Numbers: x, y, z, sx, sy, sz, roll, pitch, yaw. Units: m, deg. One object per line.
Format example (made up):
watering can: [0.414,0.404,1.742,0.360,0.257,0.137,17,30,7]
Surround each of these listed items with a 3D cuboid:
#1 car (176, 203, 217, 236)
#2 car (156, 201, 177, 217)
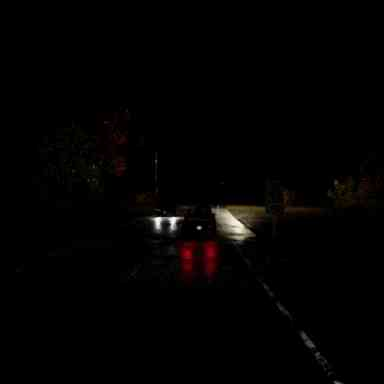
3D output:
car: [0.444,1.653,19.630,2.128,1.511,4.902,0,0,2]
car: [-2.563,1.788,35.228,1.837,1.490,4.892,0,0,3]
